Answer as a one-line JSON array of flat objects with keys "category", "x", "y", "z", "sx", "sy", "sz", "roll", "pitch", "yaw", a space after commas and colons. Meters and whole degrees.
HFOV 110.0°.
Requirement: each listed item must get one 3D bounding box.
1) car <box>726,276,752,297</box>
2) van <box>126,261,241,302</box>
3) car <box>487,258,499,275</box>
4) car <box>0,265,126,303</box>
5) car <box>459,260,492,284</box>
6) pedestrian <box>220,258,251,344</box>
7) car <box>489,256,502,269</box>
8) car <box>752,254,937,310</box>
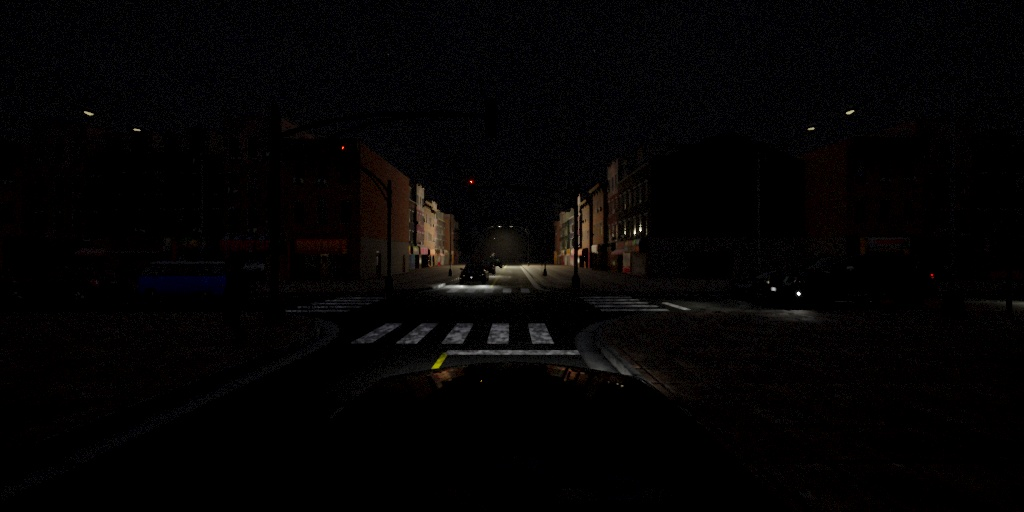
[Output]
[{"category": "car", "x": 12.289, "y": 1.266, "z": 16.538, "sx": 4.403, "sy": 1.370, "sz": 2.007, "roll": 0, "pitch": 0, "yaw": 0}, {"category": "van", "x": -14.714, "y": 1.124, "z": 16.464, "sx": 3.998, "sy": 1.789, "sz": 1.690, "roll": 0, "pitch": 0, "yaw": 0}, {"category": "car", "x": -2.771, "y": 1.250, "z": 39.175, "sx": 1.882, "sy": 1.535, "sz": 5.008, "roll": 0, "pitch": 0, "yaw": 0}, {"category": "car", "x": -20.189, "y": 1.238, "z": 16.449, "sx": 4.097, "sy": 1.591, "sz": 1.967, "roll": 0, "pitch": 0, "yaw": 0}, {"category": "car", "x": -2.819, "y": 1.269, "z": 27.464, "sx": 1.837, "sy": 1.490, "sz": 4.892, "roll": 0, "pitch": 0, "yaw": 1}, {"category": "pedestrian", "x": -5.767, "y": 0.893, "z": 7.506, "sx": 0.375, "sy": 1.860, "sz": 0.375, "roll": 0, "pitch": 0, "yaw": 0}, {"category": "car", "x": -2.699, "y": 1.015, "z": 56.308, "sx": 2.150, "sy": 2.045, "sz": 5.566, "roll": 0, "pitch": 0, "yaw": 1}, {"category": "car", "x": 12.975, "y": 0.934, "z": 14.003, "sx": 5.566, "sy": 2.045, "sz": 2.150, "roll": 0, "pitch": 0, "yaw": 0}]
